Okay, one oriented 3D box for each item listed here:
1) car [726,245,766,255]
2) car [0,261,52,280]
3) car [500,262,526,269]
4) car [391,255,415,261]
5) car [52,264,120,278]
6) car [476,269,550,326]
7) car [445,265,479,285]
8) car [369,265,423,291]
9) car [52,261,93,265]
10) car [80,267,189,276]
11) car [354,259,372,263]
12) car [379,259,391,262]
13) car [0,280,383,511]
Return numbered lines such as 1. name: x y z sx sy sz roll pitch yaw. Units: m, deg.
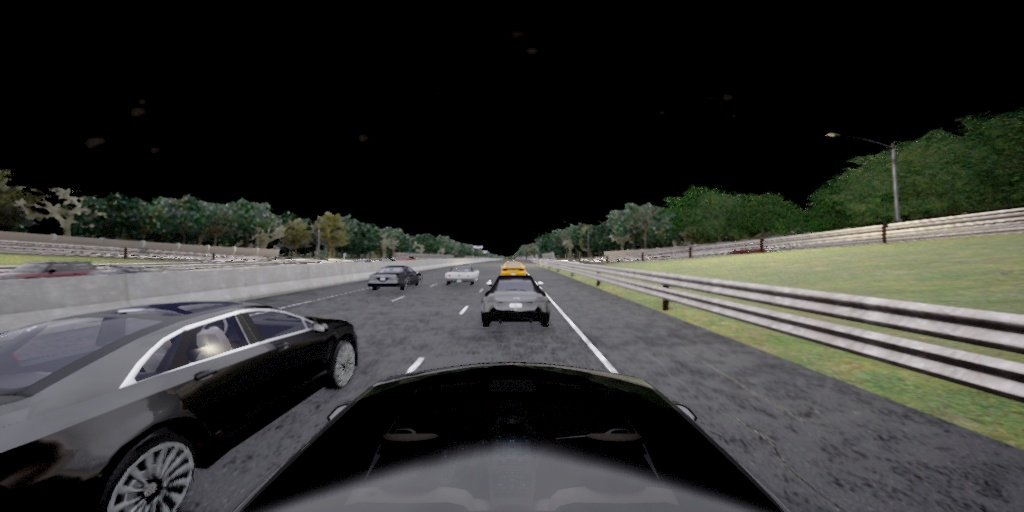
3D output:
1. car: 28.880 -0.614 44.377 1.812 1.442 4.674 0 -3 -12
2. car: -6.900 0.971 1.732 2.150 2.045 5.566 0 0 0
3. car: 0.092 1.181 28.739 1.882 1.535 5.008 0 0 0
4. car: -17.556 0.918 59.064 2.150 2.045 5.566 0 0 1
5. car: -21.103 1.280 19.103 1.994 1.385 4.181 0 0 0
6. car: 0.097 1.294 11.643 1.994 1.385 4.181 0 0 0
7. car: -3.407 1.308 25.359 1.895 1.301 4.718 0 0 0
8. car: -6.906 1.260 21.648 2.033 1.411 5.357 0 0 0
9. car: -24.603 1.069 18.866 2.097 1.767 4.553 0 0 0
10. car: -17.604 1.319 17.828 1.895 1.301 4.718 0 0 0
11. car: -24.540 1.244 59.100 2.033 1.411 5.357 0 0 1
12. car: -21.049 1.199 60.548 1.837 1.490 4.892 0 0 1
13. car: -3.401 1.237 3.903 2.128 1.511 4.902 0 0 0
